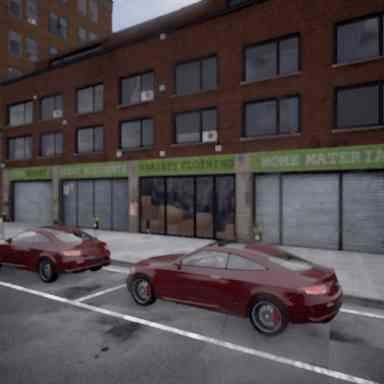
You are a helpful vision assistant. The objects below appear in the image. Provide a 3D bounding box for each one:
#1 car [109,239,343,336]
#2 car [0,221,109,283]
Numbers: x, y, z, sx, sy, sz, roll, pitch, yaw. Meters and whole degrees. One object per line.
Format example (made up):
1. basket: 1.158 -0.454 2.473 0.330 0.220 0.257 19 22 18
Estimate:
1. car: 0.613 1.594 6.460 4.206 1.307 1.802 0 0 33
2. car: -4.159 1.600 9.506 4.206 1.307 1.802 0 0 33
